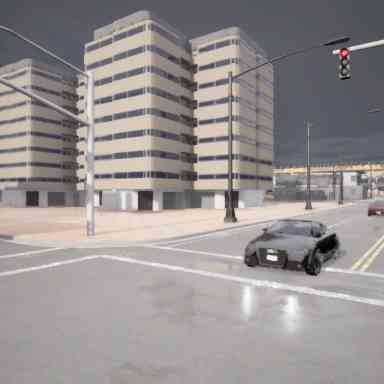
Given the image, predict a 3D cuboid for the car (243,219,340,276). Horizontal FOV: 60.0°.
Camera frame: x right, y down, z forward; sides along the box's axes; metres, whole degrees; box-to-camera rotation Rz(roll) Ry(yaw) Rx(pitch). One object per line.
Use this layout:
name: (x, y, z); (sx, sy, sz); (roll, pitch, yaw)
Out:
car: (3.279, 1.569, 10.508); (1.994, 1.385, 4.181); (0, 0, 35)

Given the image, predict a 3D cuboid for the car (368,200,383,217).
car: (17.384, 1.490, 30.439); (1.882, 1.535, 5.008); (0, 0, 35)
